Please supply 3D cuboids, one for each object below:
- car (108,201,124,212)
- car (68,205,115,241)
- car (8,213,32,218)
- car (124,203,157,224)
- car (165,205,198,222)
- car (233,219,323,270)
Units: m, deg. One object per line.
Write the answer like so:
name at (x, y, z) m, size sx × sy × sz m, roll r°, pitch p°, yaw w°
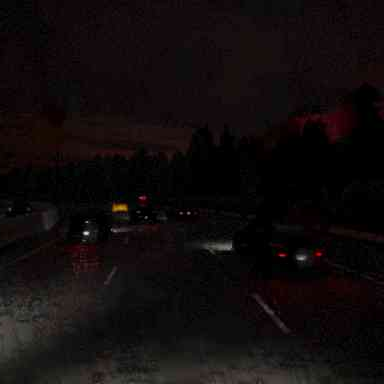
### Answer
car at (-9.670, 1.885, 42.686) m, size 1.882 × 1.535 × 5.008 m, roll 0°, pitch -1°, yaw -24°
car at (-5.369, 1.678, 17.861) m, size 1.837 × 1.490 × 4.892 m, roll 0°, pitch -1°, yaw -11°
car at (-17.704, 1.693, 34.432) m, size 2.097 × 1.767 × 4.553 m, roll 0°, pitch -1°, yaw -23°
car at (-4.144, 1.753, 27.682) m, size 2.128 × 1.511 × 4.902 m, roll 0°, pitch -1°, yaw -16°
car at (-1.009, 1.825, 29.746) m, size 2.033 × 1.411 × 5.357 m, roll 0°, pitch -1°, yaw -17°
car at (2.715, 1.628, 11.311) m, size 1.812 × 1.442 × 4.674 m, roll 0°, pitch -1°, yaw -6°
